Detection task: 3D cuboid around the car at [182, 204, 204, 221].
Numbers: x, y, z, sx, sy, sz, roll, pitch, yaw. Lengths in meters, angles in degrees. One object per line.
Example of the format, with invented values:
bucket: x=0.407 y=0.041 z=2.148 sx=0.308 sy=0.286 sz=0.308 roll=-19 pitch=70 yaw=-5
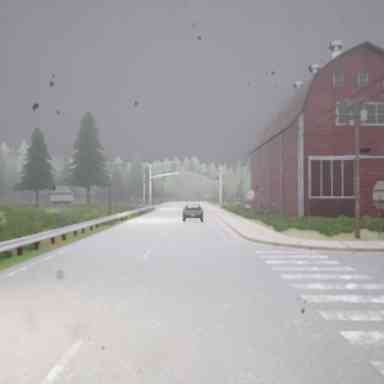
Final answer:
car: x=0.088 y=1.895 z=31.612 sx=2.128 sy=1.511 sz=4.902 roll=0 pitch=-1 yaw=0
